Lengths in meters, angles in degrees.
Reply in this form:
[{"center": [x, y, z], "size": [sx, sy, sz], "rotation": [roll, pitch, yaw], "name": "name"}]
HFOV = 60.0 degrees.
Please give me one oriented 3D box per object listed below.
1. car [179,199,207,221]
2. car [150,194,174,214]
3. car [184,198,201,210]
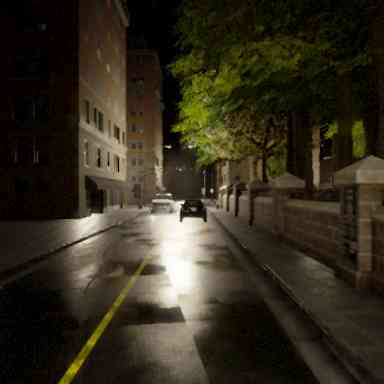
[{"center": [0.091, 1.341, 26.922], "size": [2.097, 1.767, 4.553], "rotation": [0, 0, 0], "name": "car"}, {"center": [-3.039, 1.211, 35.141], "size": [2.150, 2.045, 5.566], "rotation": [0, 0, 0], "name": "car"}, {"center": [0.085, 1.545, 42.300], "size": [1.994, 1.385, 4.181], "rotation": [0, 0, 0], "name": "car"}]
